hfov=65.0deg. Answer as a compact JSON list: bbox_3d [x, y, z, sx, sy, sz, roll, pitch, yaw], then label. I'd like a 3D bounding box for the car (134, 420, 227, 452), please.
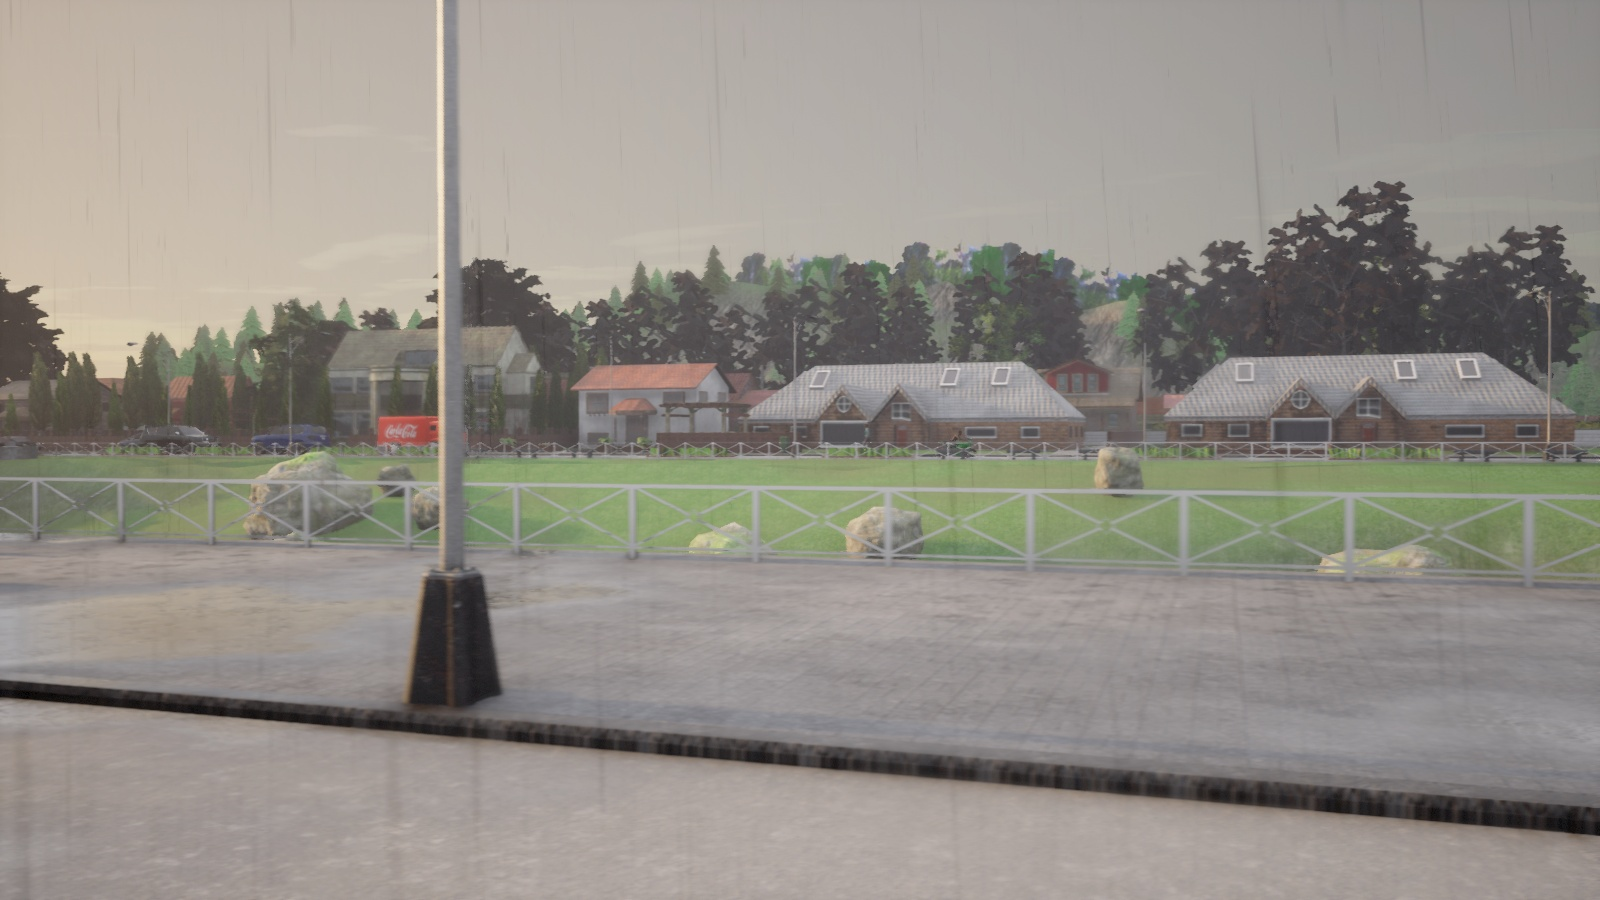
[{"bbox_3d":[-40.660,-0.928,82.452,5.566,2.045,2.150,1,1,19],"label":"car"}]

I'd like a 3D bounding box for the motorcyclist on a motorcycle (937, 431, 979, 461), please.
[{"bbox_3d":[8.300,-0.217,65.973,2.044,1.523,0.797,1,1,19],"label":"motorcyclist on a motorcycle"}]

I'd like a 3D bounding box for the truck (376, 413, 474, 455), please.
[{"bbox_3d":[-22.809,-0.970,76.440,5.204,2.467,2.627,1,1,19],"label":"truck"}]

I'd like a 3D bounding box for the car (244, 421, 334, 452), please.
[{"bbox_3d":[-34.413,-0.938,84.570,5.566,2.045,2.150,1,1,19],"label":"car"}]
